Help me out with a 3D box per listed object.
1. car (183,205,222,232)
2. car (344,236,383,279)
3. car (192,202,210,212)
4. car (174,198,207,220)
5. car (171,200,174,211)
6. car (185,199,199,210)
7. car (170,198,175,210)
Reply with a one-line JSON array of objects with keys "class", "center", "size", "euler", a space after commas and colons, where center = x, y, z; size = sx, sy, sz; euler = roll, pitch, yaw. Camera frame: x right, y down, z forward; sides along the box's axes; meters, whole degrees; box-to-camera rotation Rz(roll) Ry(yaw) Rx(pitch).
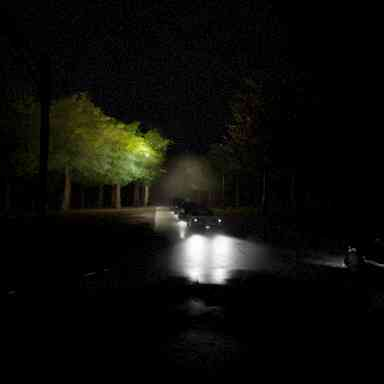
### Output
[{"class": "car", "center": [0.714, 1.816, 22.003], "size": [1.895, 1.301, 4.718], "euler": [2, -1, -6]}, {"class": "car", "center": [5.805, 1.709, 8.543], "size": [1.994, 1.385, 4.181], "euler": [2, -1, -6]}, {"class": "car", "center": [1.338, 2.329, 51.605], "size": [2.033, 1.411, 5.357], "euler": [2, -2, -6]}, {"class": "car", "center": [-0.204, 1.682, 31.062], "size": [2.097, 1.767, 4.553], "euler": [2, -1, -6]}, {"class": "car", "center": [-1.173, 2.035, 40.967], "size": [1.994, 1.385, 4.181], "euler": [2, -1, -6]}, {"class": "car", "center": [-0.132, 2.390, 65.640], "size": [2.150, 2.045, 5.566], "euler": [2, -2, -6]}, {"class": "car", "center": [-2.246, 1.899, 51.375], "size": [2.150, 2.045, 5.566], "euler": [2, -2, -6]}]
